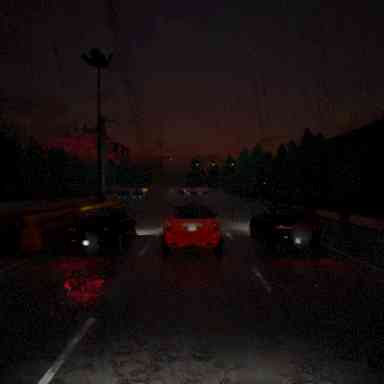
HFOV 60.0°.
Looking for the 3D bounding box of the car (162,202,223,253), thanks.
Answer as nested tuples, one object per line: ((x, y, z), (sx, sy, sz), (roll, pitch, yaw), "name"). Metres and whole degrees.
((0.032, 1.206, 13.278), (2.097, 1.767, 4.553), (0, 1, 1), "car")

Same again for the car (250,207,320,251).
((3.532, 1.346, 13.342), (2.128, 1.511, 4.902), (0, 1, 1), "car")

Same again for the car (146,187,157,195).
((-10.108, -0.126, 83.575), (2.150, 2.045, 5.566), (0, 1, 0), "car")

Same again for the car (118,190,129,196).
((-17.108, 0.187, 83.650), (2.033, 1.411, 5.357), (0, 1, 0), "car")

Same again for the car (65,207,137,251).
((-3.468, 1.360, 13.379), (1.837, 1.490, 4.892), (0, 2, 1), "car")

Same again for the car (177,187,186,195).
((-3.067, 0.034, 91.259), (1.812, 1.442, 4.674), (0, 1, 0), "car")

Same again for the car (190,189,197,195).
((0.430, 0.041, 90.824), (2.128, 1.511, 4.902), (0, 1, 0), "car")

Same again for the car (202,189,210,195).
((3.930, 0.041, 90.805), (2.128, 1.511, 4.902), (0, 1, 0), "car")

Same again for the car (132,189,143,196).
((-13.608, 0.003, 83.656), (2.097, 1.767, 4.553), (0, 1, 0), "car")
